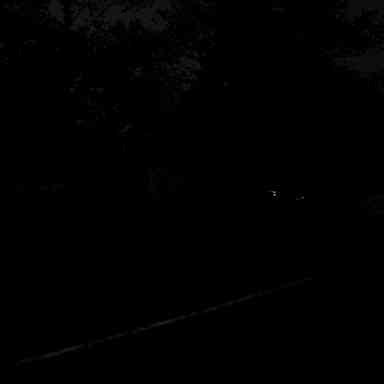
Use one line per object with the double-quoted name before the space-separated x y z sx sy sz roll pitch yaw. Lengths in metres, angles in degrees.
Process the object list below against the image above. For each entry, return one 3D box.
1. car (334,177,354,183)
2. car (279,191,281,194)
"car" 31.004 -2.773 68.749 4.553 1.767 2.097 -4 3 -6
"car" 12.695 -0.089 43.225 1.994 1.385 4.181 -4 3 -9
